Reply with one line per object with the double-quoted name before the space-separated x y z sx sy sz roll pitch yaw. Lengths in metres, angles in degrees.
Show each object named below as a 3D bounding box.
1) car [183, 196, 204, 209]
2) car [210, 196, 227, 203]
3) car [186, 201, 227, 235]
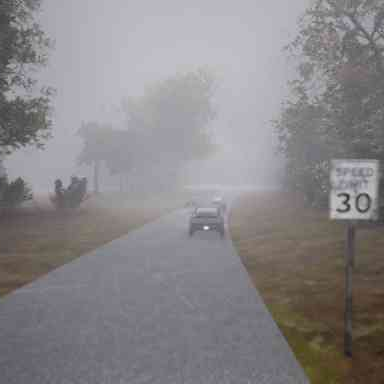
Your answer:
"car" 0.189 1.209 38.819 1.895 1.301 4.718 2 2 8
"car" 2.918 1.220 37.249 1.812 1.442 4.674 1 2 8
"car" 0.891 1.525 19.050 1.837 1.490 4.892 0 0 4
